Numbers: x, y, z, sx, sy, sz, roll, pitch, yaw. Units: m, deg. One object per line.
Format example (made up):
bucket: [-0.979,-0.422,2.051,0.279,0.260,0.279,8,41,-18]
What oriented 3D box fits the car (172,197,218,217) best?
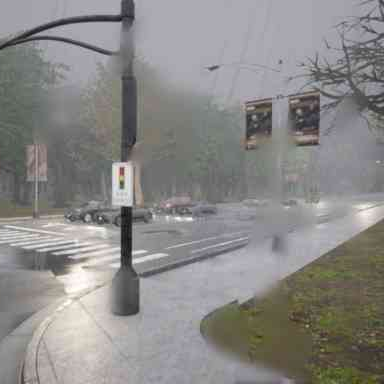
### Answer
car: [0.579,1.428,29.563,1.994,1.385,4.181,1,1,38]

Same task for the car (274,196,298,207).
car: [13.577,1.305,47.600,2.033,1.411,5.357,1,1,36]

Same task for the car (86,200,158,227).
car: [-4.577,1.470,22.416,1.994,1.385,4.181,1,1,36]

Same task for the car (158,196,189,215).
car: [-1.653,1.183,32.058,2.097,1.767,4.553,1,1,36]

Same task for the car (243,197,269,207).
car: [9.002,1.344,46.847,1.895,1.301,4.718,1,1,36]

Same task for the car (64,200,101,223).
car: [-7.022,1.380,24.581,1.837,1.490,4.892,1,1,36]
